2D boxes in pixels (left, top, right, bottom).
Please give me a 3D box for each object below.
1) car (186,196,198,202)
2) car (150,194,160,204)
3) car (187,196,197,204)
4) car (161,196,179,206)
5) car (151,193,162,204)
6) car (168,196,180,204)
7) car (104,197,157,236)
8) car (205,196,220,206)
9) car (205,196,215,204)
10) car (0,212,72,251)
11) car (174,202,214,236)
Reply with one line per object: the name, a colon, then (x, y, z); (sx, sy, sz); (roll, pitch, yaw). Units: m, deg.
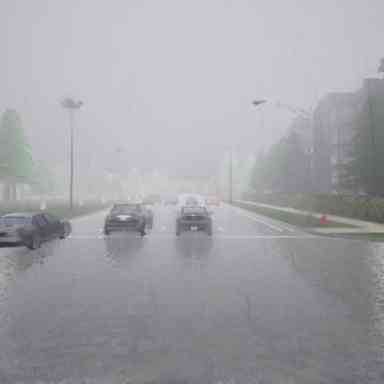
car: (-0.015, 1.585, 54.608); (1.994, 1.385, 4.181); (0, 0, 0)
car: (-7.015, 1.513, 54.189); (2.128, 1.511, 4.902); (0, 0, 0)
car: (-0.018, 1.527, 64.608); (1.837, 1.490, 4.892); (0, 0, 0)
car: (-3.515, 1.622, 54.637); (1.895, 1.301, 4.718); (0, 0, 0)
car: (-7.018, 1.253, 64.636); (2.150, 2.045, 5.566); (0, 0, 0)
car: (-3.518, 1.574, 64.607); (2.033, 1.411, 5.357); (0, 0, 0)
car: (-3.404, 1.359, 18.721); (2.097, 1.767, 4.553); (0, 0, 0)
car: (3.485, 1.499, 54.192); (1.882, 1.535, 5.008); (0, 0, 0)
car: (3.482, 1.550, 64.609); (1.812, 1.442, 4.674); (0, 0, 0)
car: (-6.904, 1.553, 14.175); (2.033, 1.411, 5.357); (0, 0, 0)
car: (0.096, 1.512, 18.615); (1.837, 1.490, 4.892); (0, 0, 0)
